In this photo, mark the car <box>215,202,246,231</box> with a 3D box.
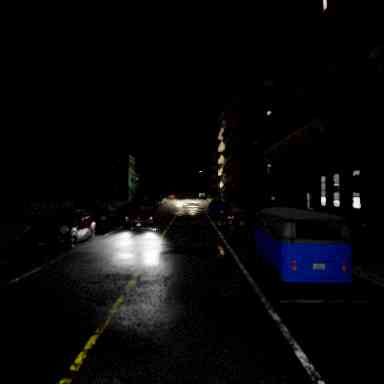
[{"bbox_3d":[2.706,1.548,20.202,1.887,1.381,4.507,1,0,0],"label":"car"}]

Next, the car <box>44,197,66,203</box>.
[{"bbox_3d":[-30.663,1.742,74.515,4.206,1.307,1.802,0,-1,1],"label":"car"}]

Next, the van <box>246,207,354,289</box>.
[{"bbox_3d":[2.706,1.344,8.908,1.690,1.788,3.998,1,0,0],"label":"van"}]

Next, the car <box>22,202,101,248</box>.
[{"bbox_3d":[-5.648,1.444,14.525,1.967,1.590,4.097,1,0,0],"label":"car"}]

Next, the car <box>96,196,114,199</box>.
[{"bbox_3d":[-19.702,1.660,74.362,4.403,1.369,2.008,0,-1,1],"label":"car"}]

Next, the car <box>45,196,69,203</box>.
[{"bbox_3d":[-26.363,1.463,65.817,4.097,1.590,1.967,0,-1,1],"label":"car"}]

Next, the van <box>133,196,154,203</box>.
[{"bbox_3d":[-5.636,1.338,37.108,1.690,1.788,3.998,1,0,0],"label":"van"}]

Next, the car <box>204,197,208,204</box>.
[{"bbox_3d":[2.709,1.563,37.140,1.947,1.339,4.313,1,0,0],"label":"car"}]

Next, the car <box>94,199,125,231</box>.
[{"bbox_3d":[-5.641,1.443,20.171,1.967,1.590,4.097,1,0,0],"label":"car"}]

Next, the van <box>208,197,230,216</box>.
[{"bbox_3d":[2.711,1.341,31.494,1.690,1.788,3.998,1,0,0],"label":"van"}]

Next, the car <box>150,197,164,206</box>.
[{"bbox_3d":[-5.635,1.528,54.046,1.887,1.381,4.507,1,0,0],"label":"car"}]

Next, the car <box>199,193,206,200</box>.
[{"bbox_3d":[2.720,1.490,86.564,2.008,1.369,4.403,1,0,0],"label":"car"}]

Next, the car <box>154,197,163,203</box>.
[{"bbox_3d":[-5.635,1.428,48.400,1.967,1.590,4.097,1,0,0],"label":"car"}]

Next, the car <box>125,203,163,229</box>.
[{"bbox_3d":[-3.095,1.604,21.559,1.895,1.301,4.718,0,0,0],"label":"car"}]

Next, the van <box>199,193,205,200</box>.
[{"bbox_3d":[2.723,1.270,92.143,1.690,1.788,3.998,1,0,0],"label":"van"}]

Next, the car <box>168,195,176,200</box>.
[{"bbox_3d":[-5.660,1.511,92.110,1.802,1.307,4.206,1,0,0],"label":"car"}]

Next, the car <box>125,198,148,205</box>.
[{"bbox_3d":[-5.639,1.544,31.462,1.887,1.381,4.507,1,0,0],"label":"car"}]
